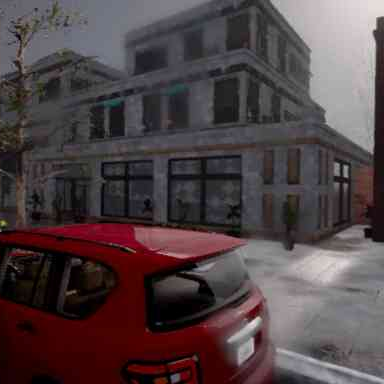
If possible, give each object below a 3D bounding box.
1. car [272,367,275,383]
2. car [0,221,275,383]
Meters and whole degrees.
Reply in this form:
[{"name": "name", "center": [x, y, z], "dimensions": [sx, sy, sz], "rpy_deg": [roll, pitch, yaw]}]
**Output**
[{"name": "car", "center": [2.850, 1.539, 0.839], "dimensions": [4.829, 1.417, 1.752], "rpy_deg": [1, 1, 36]}, {"name": "car", "center": [-1.530, 1.291, 3.960], "dimensions": [5.009, 1.841, 2.192], "rpy_deg": [1, 1, 36]}]
